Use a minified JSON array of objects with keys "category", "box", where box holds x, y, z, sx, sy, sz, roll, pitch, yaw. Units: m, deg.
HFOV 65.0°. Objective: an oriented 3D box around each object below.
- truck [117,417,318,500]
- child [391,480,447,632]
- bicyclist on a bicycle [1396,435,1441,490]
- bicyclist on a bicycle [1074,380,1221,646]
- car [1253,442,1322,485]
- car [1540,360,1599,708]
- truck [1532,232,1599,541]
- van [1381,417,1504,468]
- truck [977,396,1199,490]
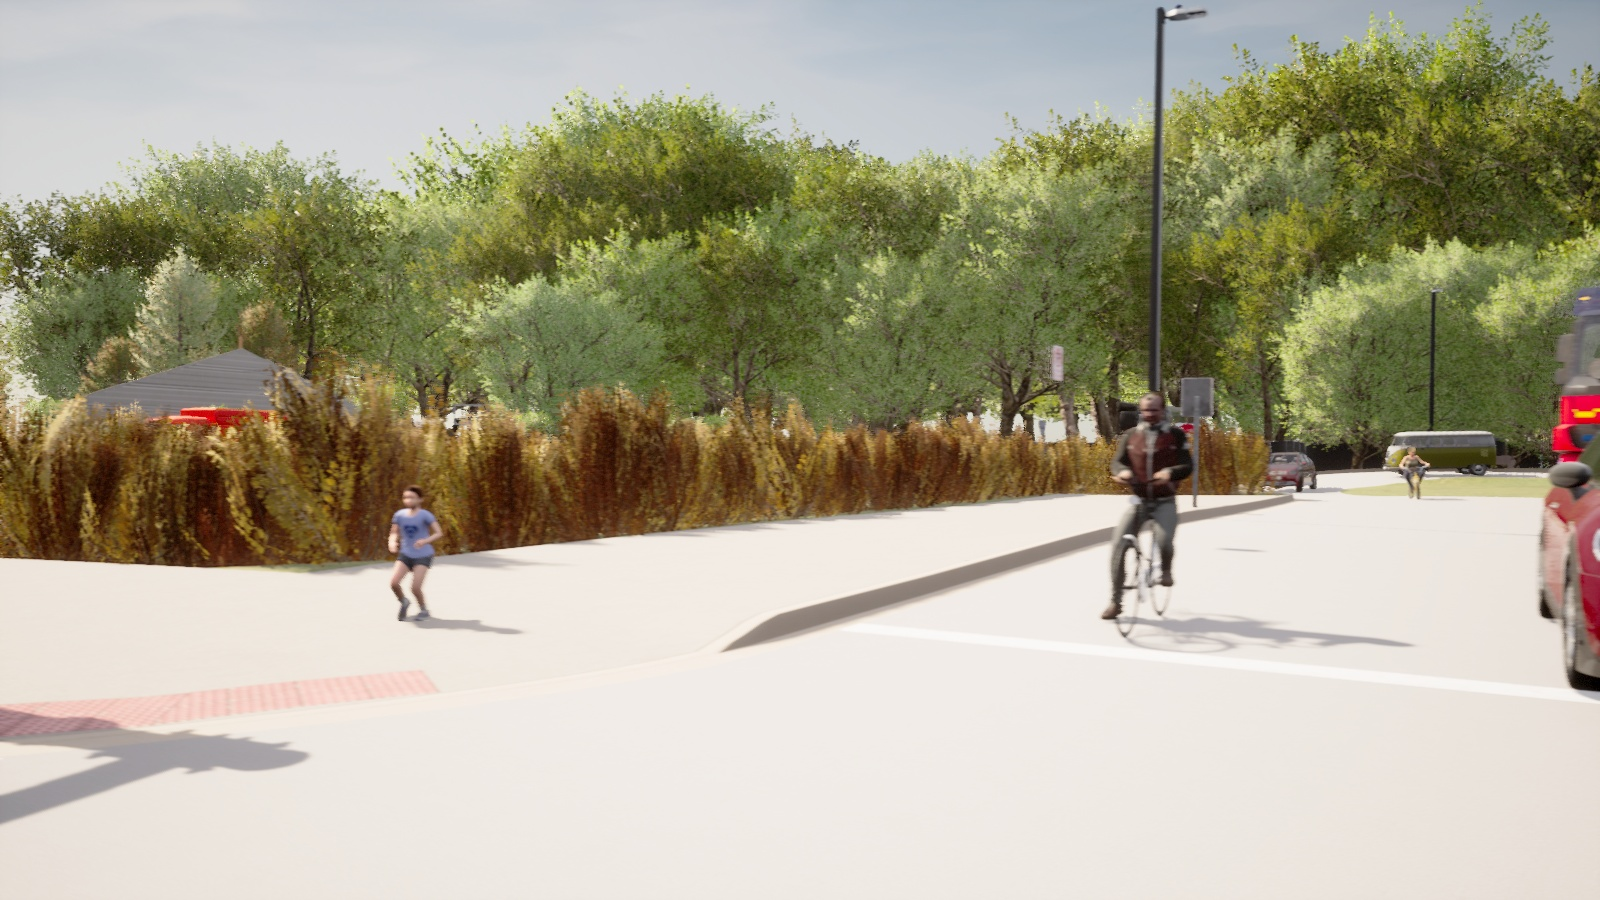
[{"category":"truck","box":[-18.469,0.242,40.058,2.627,2.467,5.204,0,0,36]},{"category":"child","box":[-2.858,0.783,9.435,0.255,1.110,0.394,0,0,8]},{"category":"bicyclist on a bicycle","box":[18.775,0.377,38.171,0.866,1.612,1.509,-4,-1,15]},{"category":"bicyclist on a bicycle","box":[2.624,0.401,9.338,0.659,1.776,1.843,0,1,28]},{"category":"car","box":[19.496,0.515,50.100,1.789,1.549,3.705,-2,1,33]},{"category":"car","box":[6.006,0.377,7.908,2.097,1.767,4.553,0,1,28]},{"category":"truck","box":[13.906,-0.754,17.062,8.468,3.827,2.891,1,0,-29]},{"category":"van","box":[28.277,-0.344,55.393,4.442,1.987,1.775,-2,1,8]},{"category":"truck","box":[11.253,-0.364,49.377,7.936,3.462,2.891,1,2,32]}]
